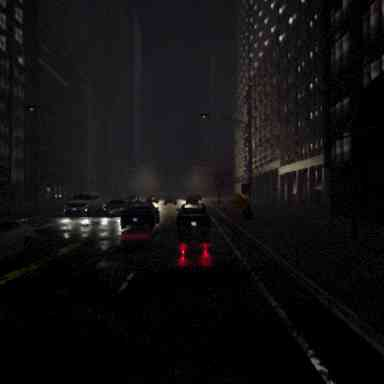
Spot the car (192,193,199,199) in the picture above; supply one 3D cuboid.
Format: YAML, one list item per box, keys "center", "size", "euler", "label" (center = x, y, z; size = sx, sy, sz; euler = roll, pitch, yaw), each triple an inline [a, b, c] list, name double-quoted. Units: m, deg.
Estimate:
- center: [0.982, 1.057, 86.098]
  size: [1.812, 1.442, 4.674]
  euler: [0, 0, 0]
  label: "car"

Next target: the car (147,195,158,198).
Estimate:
- center: [-6.502, 1.261, 54.730]
  size: [2.033, 1.411, 5.357]
  euler: [0, 0, 0]
  label: "car"

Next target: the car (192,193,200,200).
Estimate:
- center: [0.981, 1.041, 80.098]
  size: [1.882, 1.535, 5.008]
  euler: [0, 0, 0]
  label: "car"

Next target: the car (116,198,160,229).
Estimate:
- center: [-3.151, 1.369, 20.941]
  size: [1.882, 1.535, 5.008]
  euler: [0, 0, 0]
  label: "car"

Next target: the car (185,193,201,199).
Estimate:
- center: [0.004, 1.208, 49.494]
  size: [1.882, 1.535, 5.008]
  euler: [0, 0, 0]
  label: "car"

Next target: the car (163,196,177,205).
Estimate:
- center: [-3.246, 1.257, 50.368]
  size: [1.812, 1.442, 4.674]
  euler: [0, 0, 0]
  label: "car"

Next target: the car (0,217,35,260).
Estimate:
- center: [-6.613, 1.563, 10.388]
  size: [1.812, 1.442, 4.674]
  euler: [-1, 1, 0]
  label: "car"

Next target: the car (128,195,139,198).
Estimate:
- center: [-9.757, 1.229, 54.524]
  size: [1.837, 1.490, 4.892]
  euler: [0, 0, 0]
  label: "car"

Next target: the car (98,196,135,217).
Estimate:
- center: [-6.596, 1.376, 29.610]
  size: [1.812, 1.442, 4.674]
  euler: [0, 0, 0]
  label: "car"

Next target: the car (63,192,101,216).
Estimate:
- center: [-9.848, 1.072, 30.600]
  size: [2.150, 2.045, 5.566]
  euler: [0, 0, 0]
  label: "car"

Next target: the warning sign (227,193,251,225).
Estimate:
- center: [2.834, 1.002, 20.107]
  size: [1.300, 1.860, 1.060]
  euler: [-1, -1, 0]
  label: "warning sign"

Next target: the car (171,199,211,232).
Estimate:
- center: [0.099, 1.386, 19.368]
  size: [2.128, 1.511, 4.902]
  euler: [0, 0, 0]
  label: "car"
